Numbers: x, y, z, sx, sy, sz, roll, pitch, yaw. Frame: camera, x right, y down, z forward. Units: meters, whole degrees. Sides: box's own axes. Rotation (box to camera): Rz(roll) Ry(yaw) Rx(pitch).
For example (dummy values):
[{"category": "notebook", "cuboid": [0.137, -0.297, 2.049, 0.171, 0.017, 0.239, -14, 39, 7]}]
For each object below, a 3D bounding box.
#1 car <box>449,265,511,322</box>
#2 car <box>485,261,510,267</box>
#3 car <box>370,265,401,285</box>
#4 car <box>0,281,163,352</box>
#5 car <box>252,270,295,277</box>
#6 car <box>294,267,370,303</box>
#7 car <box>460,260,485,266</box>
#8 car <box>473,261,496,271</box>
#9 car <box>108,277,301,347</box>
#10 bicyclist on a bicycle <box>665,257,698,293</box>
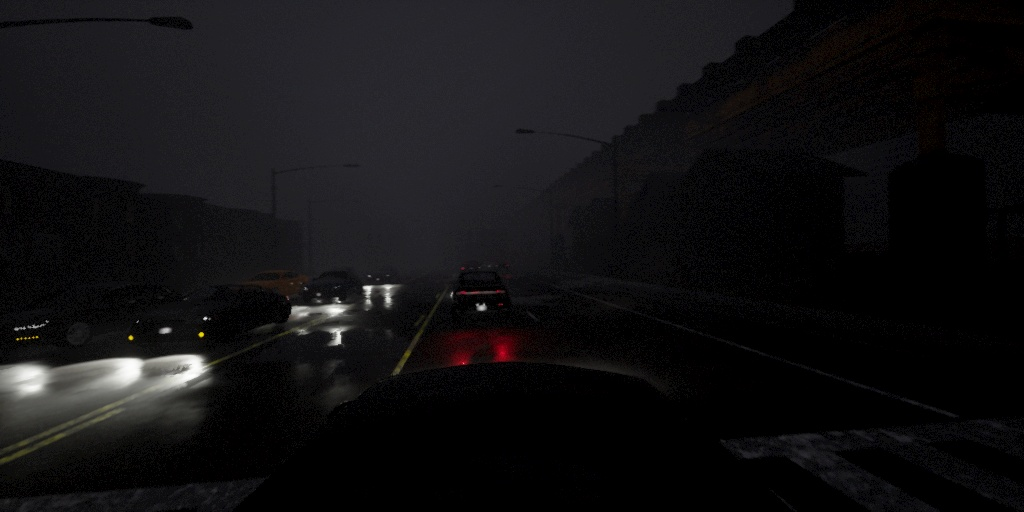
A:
[{"category": "car", "cuboid": [-1.153, 1.271, 12.609, 2.128, 1.511, 4.902, -1, 0, -7]}, {"category": "car", "cuboid": [-1.448, 1.288, 41.815, 2.128, 1.511, 4.902, -1, 0, -10]}, {"category": "car", "cuboid": [-10.553, 1.520, 29.772, 1.812, 1.442, 4.674, -1, 0, -7]}, {"category": "car", "cuboid": [-11.562, 1.515, 10.022, 1.837, 1.490, 4.892, -1, 0, -7]}, {"category": "car", "cuboid": [-12.726, 1.517, 19.114, 1.882, 1.535, 5.008, -1, 0, -7]}, {"category": "car", "cuboid": [-9.144, 1.485, 18.705, 1.812, 1.442, 4.674, -1, 0, -7]}, {"category": "car", "cuboid": [-4.138, 1.206, 36.159, 2.097, 1.767, 4.553, -1, 0, -7]}, {"category": "car", "cuboid": [-4.043, 1.421, 52.142, 1.994, 1.385, 4.181, -1, 0, -25]}, {"category": "car", "cuboid": [-8.032, 1.495, 10.026, 1.994, 1.385, 4.181, -1, 0, -7]}, {"category": "bicyclist on a bicycle", "cuboid": [7.716, 0.884, 16.341, 1.656, 1.620, 0.582, -1, 0, -7]}]
